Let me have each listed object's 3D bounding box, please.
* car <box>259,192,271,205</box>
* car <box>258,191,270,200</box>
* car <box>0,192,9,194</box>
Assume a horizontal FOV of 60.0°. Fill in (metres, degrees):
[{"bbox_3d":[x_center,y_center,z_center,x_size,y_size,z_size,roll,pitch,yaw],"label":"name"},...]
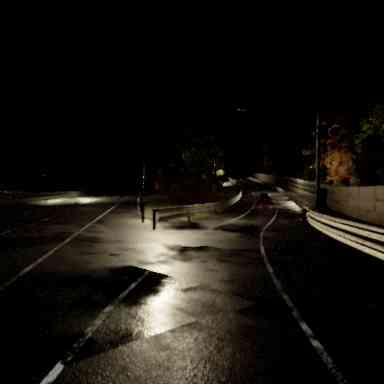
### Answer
[{"bbox_3d":[12.689,1.227,57.969,2.097,1.767,4.553,1,3,12],"label":"car"},{"bbox_3d":[14.678,0.722,67.902,2.128,1.511,4.902,1,4,10],"label":"car"},{"bbox_3d":[-31.068,0.760,54.040,1.837,1.490,4.892,0,0,-8],"label":"car"}]
